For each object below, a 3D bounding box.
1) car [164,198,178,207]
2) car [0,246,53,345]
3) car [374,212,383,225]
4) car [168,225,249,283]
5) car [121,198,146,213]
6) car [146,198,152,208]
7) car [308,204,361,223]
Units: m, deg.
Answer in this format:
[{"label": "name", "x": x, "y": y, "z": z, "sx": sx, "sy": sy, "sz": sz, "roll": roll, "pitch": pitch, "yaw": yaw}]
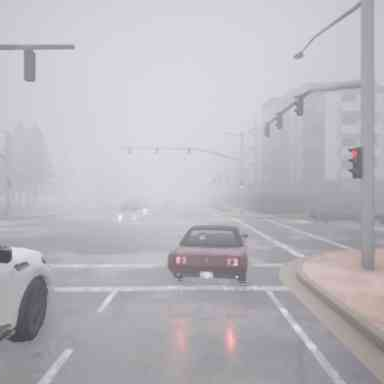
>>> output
[{"label": "car", "x": -3.412, "y": 1.683, "z": 53.752, "sx": 1.994, "sy": 1.385, "sz": 4.181, "roll": 0, "pitch": 0, "yaw": 0}, {"label": "car", "x": -3.432, "y": 1.229, "z": 3.326, "sx": 2.150, "sy": 2.045, "sz": 5.566, "roll": 0, "pitch": 0, "yaw": 0}, {"label": "car", "x": 15.281, "y": 1.599, "z": 22.763, "sx": 5.357, "sy": 1.411, "sz": 2.033, "roll": 0, "pitch": 0, "yaw": -3}, {"label": "car", "x": 0.715, "y": 1.623, "z": 9.843, "sx": 1.895, "sy": 1.301, "sz": 4.718, "roll": 0, "pitch": 0, "yaw": 10}, {"label": "car", "x": -7.087, "y": 1.565, "z": 39.199, "sx": 1.882, "sy": 1.535, "sz": 5.008, "roll": 0, "pitch": 0, "yaw": 0}, {"label": "car", "x": -7.087, "y": 1.601, "z": 49.104, "sx": 2.128, "sy": 1.511, "sz": 4.902, "roll": 0, "pitch": 0, "yaw": 0}, {"label": "car", "x": 11.354, "y": 1.622, "z": 26.052, "sx": 4.181, "sy": 1.385, "sz": 1.994, "roll": 0, "pitch": 0, "yaw": -2}]
